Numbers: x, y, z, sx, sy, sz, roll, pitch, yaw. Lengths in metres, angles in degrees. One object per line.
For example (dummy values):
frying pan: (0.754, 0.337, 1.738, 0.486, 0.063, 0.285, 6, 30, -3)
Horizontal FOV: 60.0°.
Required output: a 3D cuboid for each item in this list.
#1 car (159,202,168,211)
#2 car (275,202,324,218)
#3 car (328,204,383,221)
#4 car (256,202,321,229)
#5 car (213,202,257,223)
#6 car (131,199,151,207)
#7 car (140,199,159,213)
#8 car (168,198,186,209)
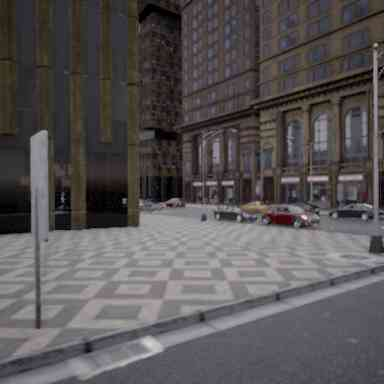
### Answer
car: (-5.586, 1.824, 45.346, 1.812, 1.442, 4.674, -1, 0, -35)
car: (10.546, 1.707, 32.958, 1.947, 1.339, 4.313, -1, 0, -36)
car: (13.864, 1.672, 28.360, 2.008, 1.369, 4.403, -1, 0, -36)
car: (6.933, 1.647, 23.396, 1.967, 1.590, 4.097, -1, 0, -36)
car: (3.616, 1.778, 27.994, 2.008, 1.369, 4.403, -1, 0, -36)
car: (-9.357, 1.922, 60.539, 1.802, 1.307, 4.206, -1, 0, -36)
car: (-6.336, 1.893, 41.785, 1.802, 1.307, 4.206, -1, 0, -36)
car: (-2.725, 1.701, 51.344, 1.967, 1.590, 4.097, -1, 0, -36)
